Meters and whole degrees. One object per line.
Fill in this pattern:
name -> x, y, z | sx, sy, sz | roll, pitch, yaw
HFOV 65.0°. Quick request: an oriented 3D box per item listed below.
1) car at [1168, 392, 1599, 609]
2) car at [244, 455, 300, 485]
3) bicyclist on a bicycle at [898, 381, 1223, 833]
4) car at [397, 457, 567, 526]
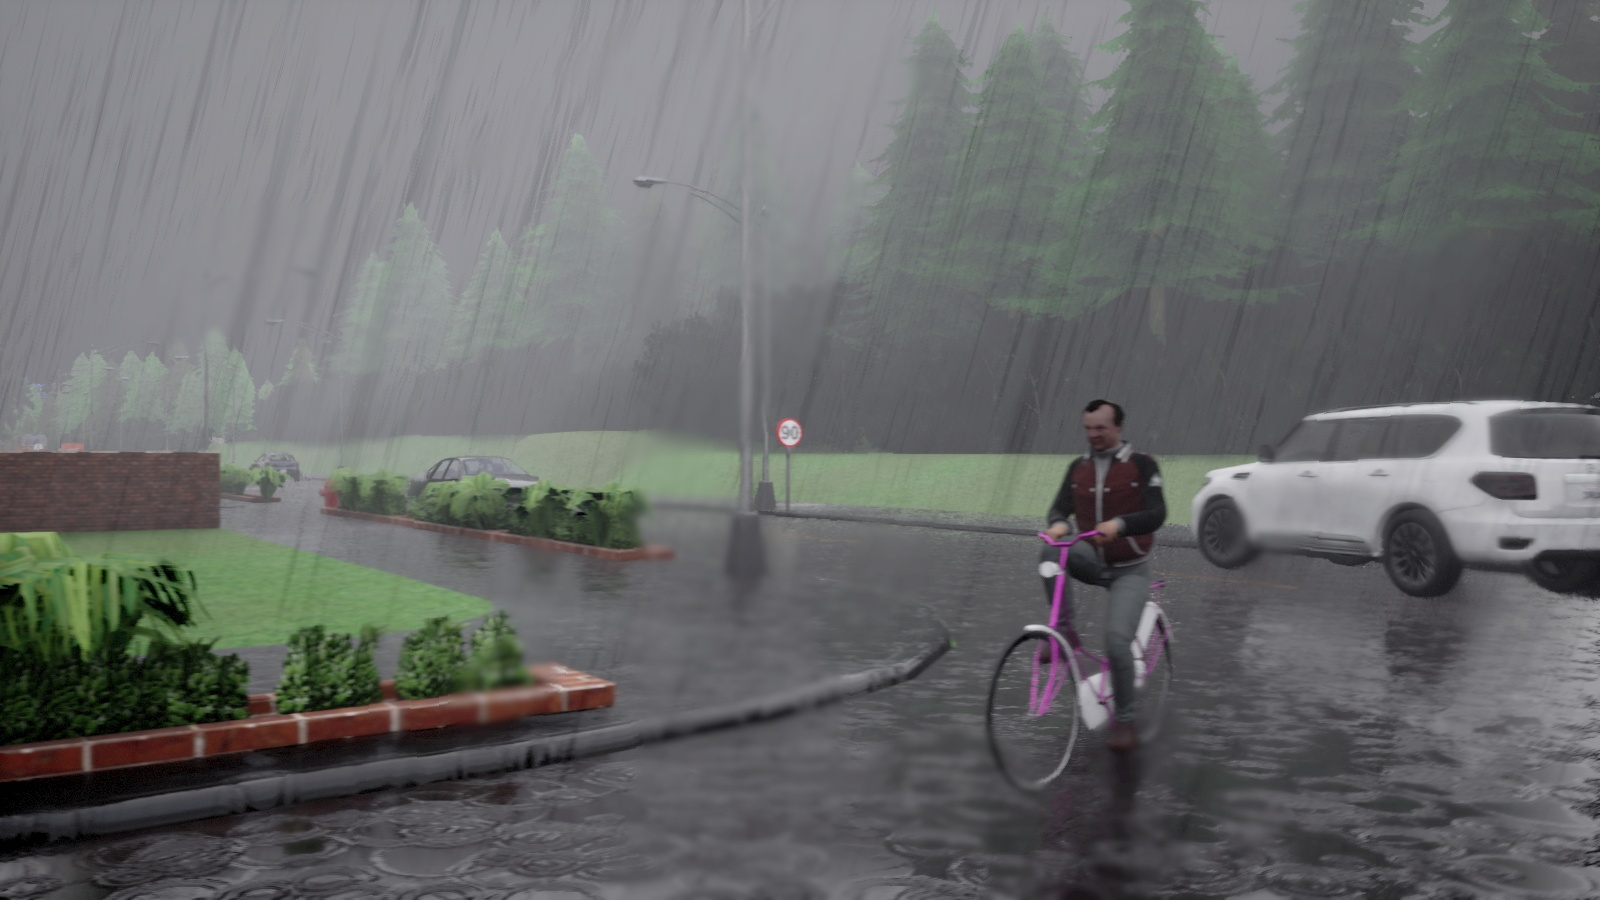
car -> 6.851, 0.487, 14.781 | 2.150, 2.045, 5.566 | 0, 0, -17
car -> -26.932, 0.972, 64.032 | 1.816, 1.474, 4.193 | 0, 0, -35
bicyclist on a bicycle -> 1.279, 0.628, 5.861 | 0.659, 1.776, 1.843 | -2, -2, 39
car -> -7.400, 0.879, 28.824 | 2.033, 1.411, 5.357 | 0, 0, -35
